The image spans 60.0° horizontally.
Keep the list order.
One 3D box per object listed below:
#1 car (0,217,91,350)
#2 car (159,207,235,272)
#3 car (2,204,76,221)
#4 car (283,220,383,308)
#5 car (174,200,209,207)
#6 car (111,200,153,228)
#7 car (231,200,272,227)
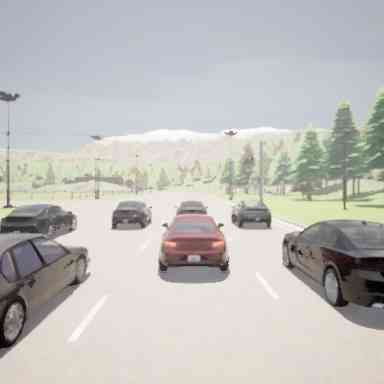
[{"bbox_3d":[-3.431,1.472,6.014,2.033,1.411,5.357,0,1,-1],"label":"car"},{"bbox_3d":[0.041,1.394,10.198,1.812,1.442,4.674,0,1,0],"label":"car"},{"bbox_3d":[-6.993,1.308,15.685,1.837,1.490,4.892,0,1,0],"label":"car"},{"bbox_3d":[3.558,1.375,7.706,1.882,1.535,5.008,0,0,0],"label":"car"},{"bbox_3d":[-0.015,1.248,19.958,1.837,1.490,4.892,0,1,0],"label":"car"},{"bbox_3d":[-3.515,1.251,19.940,1.837,1.490,4.892,0,1,0],"label":"car"},{"bbox_3d":[3.485,1.230,20.133,2.128,1.511,4.902,0,1,0],"label":"car"}]
